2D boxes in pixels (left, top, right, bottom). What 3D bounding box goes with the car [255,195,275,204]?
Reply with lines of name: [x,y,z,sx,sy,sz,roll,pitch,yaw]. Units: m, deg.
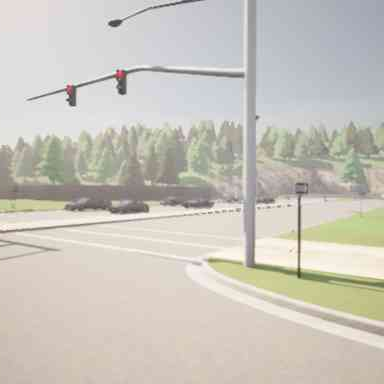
car: [12.764,1.336,57.988,1.882,1.535,5.008,0,0,36]

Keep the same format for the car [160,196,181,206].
car: [-2.714,1.308,48.768,2.128,1.511,4.902,0,0,36]

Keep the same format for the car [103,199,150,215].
car: [-6.074,1.421,32.299,1.994,1.385,4.181,0,0,36]

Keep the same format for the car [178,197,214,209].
car: [0.799,1.457,41.726,1.895,1.301,4.718,0,0,36]

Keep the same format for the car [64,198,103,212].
car: [-11.387,1.362,36.891,2.033,1.411,5.357,0,0,36]

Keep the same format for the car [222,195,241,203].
car: [7.510,1.344,62.652,1.837,1.490,4.892,0,0,36]
